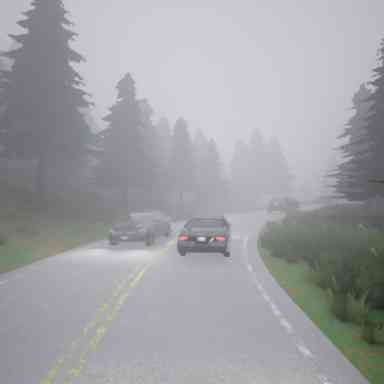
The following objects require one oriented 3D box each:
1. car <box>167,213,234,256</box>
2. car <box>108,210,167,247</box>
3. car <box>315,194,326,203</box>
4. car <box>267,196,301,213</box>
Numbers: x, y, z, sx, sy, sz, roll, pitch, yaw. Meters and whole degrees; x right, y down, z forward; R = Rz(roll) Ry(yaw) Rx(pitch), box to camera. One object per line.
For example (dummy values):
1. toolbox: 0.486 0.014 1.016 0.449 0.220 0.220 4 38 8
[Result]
1. car: 0.655 1.560 13.242 2.033 1.411 5.357 -1 0 8
2. car: -2.256 1.587 15.668 1.812 1.442 4.674 -1 0 12
3. car: 19.929 1.058 50.145 1.882 1.535 5.008 -3 0 33
4. car: 9.298 1.164 33.321 2.097 1.767 4.553 -4 -1 37
